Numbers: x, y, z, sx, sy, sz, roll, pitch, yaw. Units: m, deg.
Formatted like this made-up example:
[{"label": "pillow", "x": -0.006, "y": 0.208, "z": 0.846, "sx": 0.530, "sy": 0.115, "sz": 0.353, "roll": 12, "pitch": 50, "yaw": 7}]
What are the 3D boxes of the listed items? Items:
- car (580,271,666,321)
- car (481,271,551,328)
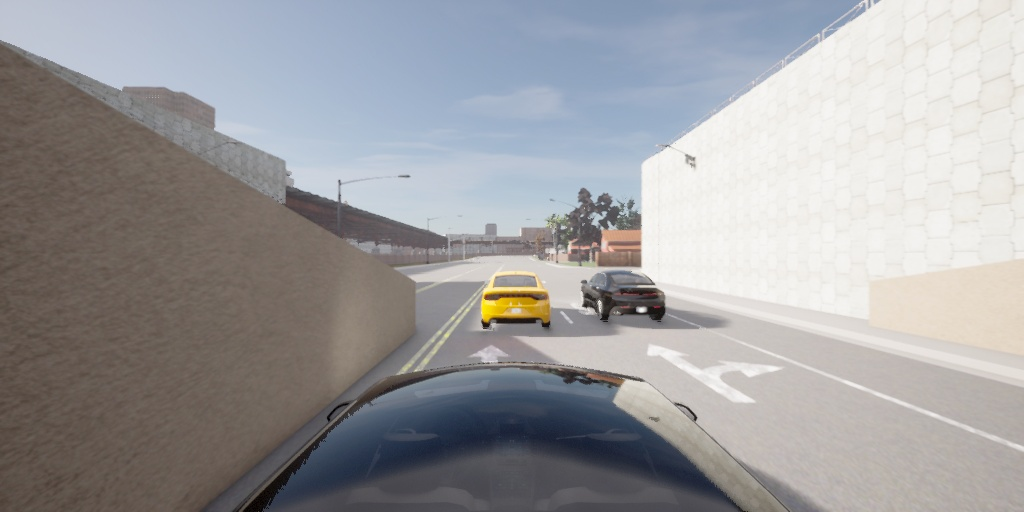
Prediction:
[{"label": "car", "x": 3.599, "y": 1.240, "z": 12.363, "sx": 1.837, "sy": 1.490, "sz": 4.892, "roll": 0, "pitch": 0, "yaw": 0}, {"label": "car", "x": 0.104, "y": 1.215, "z": 11.419, "sx": 1.882, "sy": 1.535, "sz": 5.008, "roll": 0, "pitch": 0, "yaw": 0}]
